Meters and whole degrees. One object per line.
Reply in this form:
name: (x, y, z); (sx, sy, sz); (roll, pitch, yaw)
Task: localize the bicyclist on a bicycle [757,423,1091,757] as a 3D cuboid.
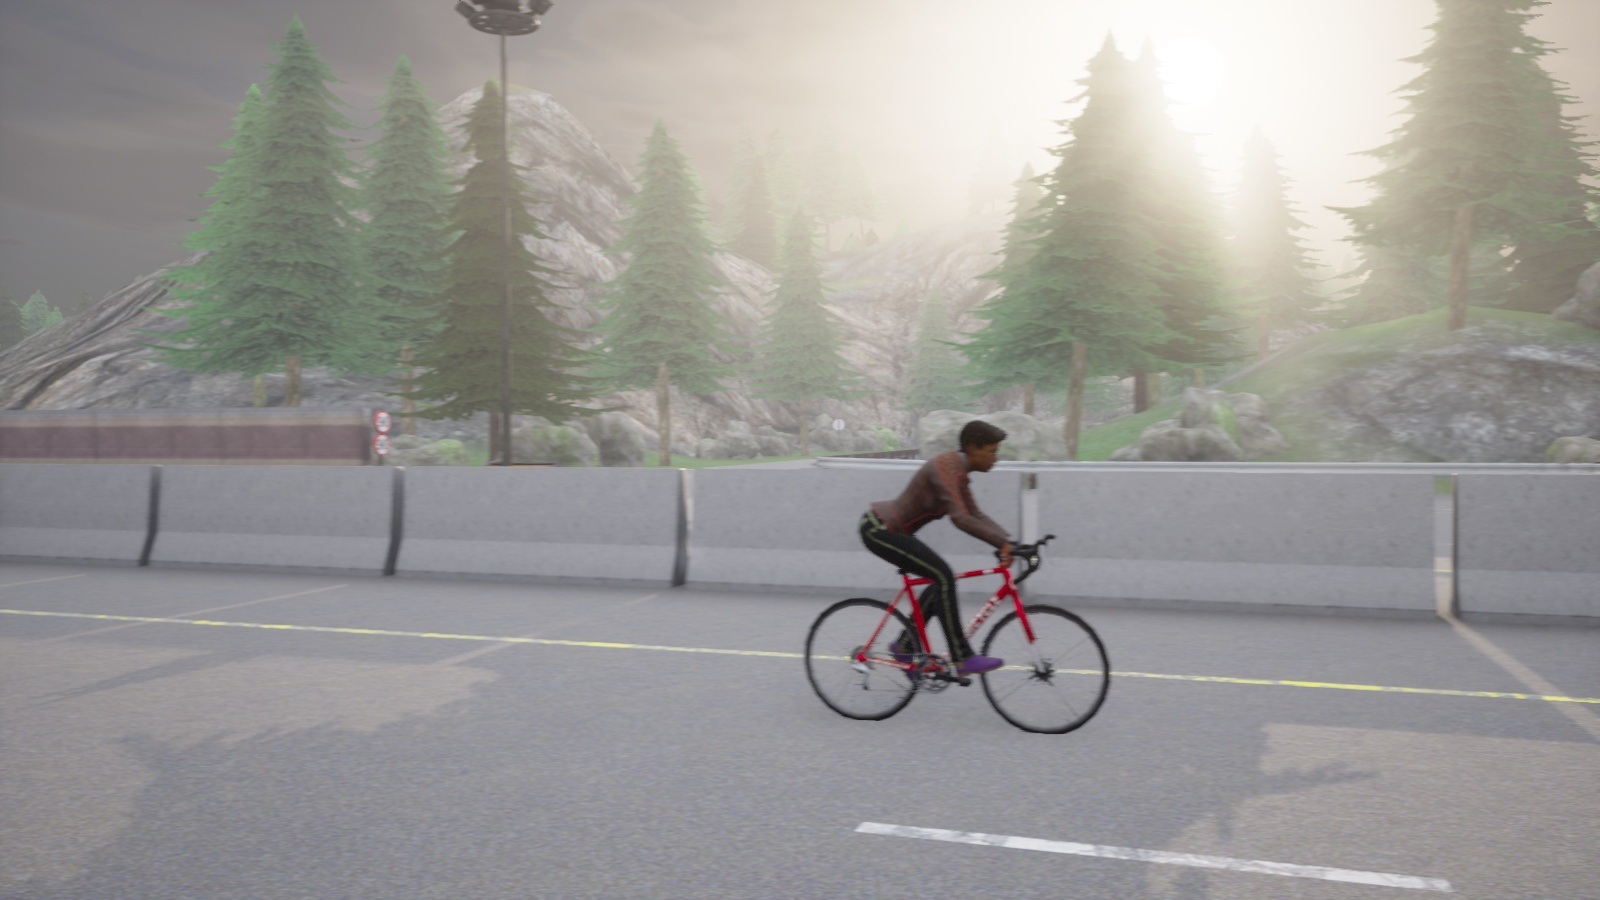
bicyclist on a bicycle: (0.658, 0.676, 6.662); (1.656, 1.620, 0.582); (1, 1, 19)
